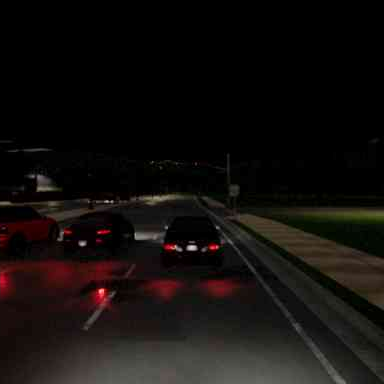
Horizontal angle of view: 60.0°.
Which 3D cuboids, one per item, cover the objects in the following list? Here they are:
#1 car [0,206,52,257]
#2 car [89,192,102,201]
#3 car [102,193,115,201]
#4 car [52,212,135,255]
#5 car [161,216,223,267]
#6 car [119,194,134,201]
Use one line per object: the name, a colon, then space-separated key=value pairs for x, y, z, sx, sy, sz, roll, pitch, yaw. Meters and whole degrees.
car: x=-7.000 y=1.333 z=13.069 sx=2.097 sy=1.767 sz=4.553 roll=0 pitch=0 yaw=0
car: x=-23.345 y=1.098 z=81.070 sx=2.150 sy=2.045 sz=5.566 roll=0 pitch=0 yaw=0
car: x=-19.845 y=1.468 z=81.082 sx=1.895 sy=1.301 sz=4.718 roll=0 pitch=0 yaw=0
car: x=-3.506 y=1.506 z=13.118 sx=1.812 sy=1.442 sz=4.674 roll=0 pitch=0 yaw=1
car: x=-0.001 y=1.530 z=11.346 sx=2.033 sy=1.411 sz=5.357 roll=0 pitch=0 yaw=0
car: x=-16.345 y=1.412 z=81.121 sx=2.033 sy=1.411 sz=5.357 roll=0 pitch=0 yaw=0
